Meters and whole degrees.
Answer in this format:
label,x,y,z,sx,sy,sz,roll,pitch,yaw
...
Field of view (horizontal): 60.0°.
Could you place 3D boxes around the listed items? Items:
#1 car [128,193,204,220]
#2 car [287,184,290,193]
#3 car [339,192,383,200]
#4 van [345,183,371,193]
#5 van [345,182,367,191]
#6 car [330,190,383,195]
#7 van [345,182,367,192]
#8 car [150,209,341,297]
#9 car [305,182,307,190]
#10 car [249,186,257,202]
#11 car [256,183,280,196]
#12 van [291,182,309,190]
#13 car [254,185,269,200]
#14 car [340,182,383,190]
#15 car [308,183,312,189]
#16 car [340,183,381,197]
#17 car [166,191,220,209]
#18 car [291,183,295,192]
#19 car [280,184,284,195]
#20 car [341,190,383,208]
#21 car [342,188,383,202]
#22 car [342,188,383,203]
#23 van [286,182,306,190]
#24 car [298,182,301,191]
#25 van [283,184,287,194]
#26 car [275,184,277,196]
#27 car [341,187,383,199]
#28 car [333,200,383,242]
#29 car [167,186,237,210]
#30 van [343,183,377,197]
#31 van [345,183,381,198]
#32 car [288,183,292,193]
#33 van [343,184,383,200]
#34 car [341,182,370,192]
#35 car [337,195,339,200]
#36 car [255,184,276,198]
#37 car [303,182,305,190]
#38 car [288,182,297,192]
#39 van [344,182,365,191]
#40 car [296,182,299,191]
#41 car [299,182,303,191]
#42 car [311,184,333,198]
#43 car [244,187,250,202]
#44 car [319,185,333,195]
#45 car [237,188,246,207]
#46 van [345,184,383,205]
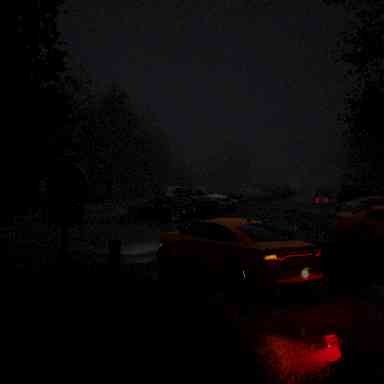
label,x,y,z,sx,sy,sz,roll,pitch,yaw
car,-1.991,1.067,22.072,4.792,1.488,2.163,1,3,25
car,13.075,-0.248,54.829,4.792,1.488,2.163,1,2,25
car,10.001,1.109,16.695,4.553,1.767,2.185,1,3,25
van,32.052,-0.814,64.438,4.442,1.987,1.878,1,2,25
van,37.784,-1.236,76.903,4.442,1.987,1.878,1,2,25
car,13.222,0.905,24.222,5.366,1.575,1.946,1,3,25
van,36.679,-1.155,74.501,4.442,1.987,1.878,1,2,25
car,0.886,1.394,8.462,1.882,1.535,5.008,2,-1,-31
car,23.529,-1.047,77.509,5.008,1.535,2.097,1,2,25
car,3.663,0.485,34.737,5.366,1.575,1.946,1,3,25
car,9.653,-0.144,47.237,4.553,1.767,2.185,1,2,25
van,29.218,-1.627,90.140,4.442,1.987,1.878,1,1,25
car,6.032,0.263,39.887,5.366,1.575,1.946,1,3,25
car,15.729,0.442,29.151,5.566,2.045,2.435,1,3,25
car,27.038,-1.553,85.049,5.566,2.045,2.435,1,2,25
car,26.085,-0.411,51.805,5.566,2.045,2.435,1,2,25
car,-0.800,0.929,24.577,5.008,1.535,2.097,1,3,25
car,15.393,-0.419,59.871,4.792,1.488,2.163,1,2,25
car,10.809,-0.077,49.762,4.792,1.488,2.163,1,2,25
car,16.834,0.612,31.700,4.792,1.488,2.163,1,3,25
car,20.354,0.305,39.216,4.792,1.488,2.163,1,2,25
car,19.252,0.398,36.819,4.792,1.488,2.163,1,3,25
van,25.747,-1.445,82.589,4.442,1.987,1.878,1,2,25
car,18.892,-0.704,67.424,4.892,1.521,2.231,1,2,25
van,12.048,-0.416,52.238,4.442,1.987,1.878,1,2,25
car,8.459,0.074,44.734,4.892,1.521,2.231,1,3,25
car,22.645,0.096,44.253,5.008,1.535,2.097,1,2,25
car,8.811,1.343,14.200,5.008,1.535,2.097,1,3,25
car,0.380,0.569,27.076,5.566,2.045,2.435,1,3,25
van,24.848,-0.302,49.328,4.442,1.987,1.878,1,2,25
van,23.903,-0.213,46.714,4.442,1.987,1.878,1,2,25
car,14.234,-0.334,57.350,4.792,1.488,2.163,1,2,25
van,21.379,-0.043,41.763,4.442,1.987,1.878,1,2,24
car,35.391,-1.097,72.045,5.566,2.045,2.435,1,2,25
car,11.051,1.159,19.128,4.792,1.488,2.163,1,3,25
car,7.477,0.170,42.141,5.366,1.575,1.946,1,3,25
car,22.347,-1.087,74.994,4.553,1.767,2.185,1,2,25
car,16.411,-0.540,62.457,5.366,1.575,1.946,1,2,25
van,38.784,-1.329,79.637,4.442,1.987,1.878,1,2,25
car,17.744,-0.618,64.898,4.892,1.521,2.231,1,2,25
car,19.888,-0.796,70.020,5.366,1.575,1.946,1,2,25
car,18.554,0.002,47.193,2.128,1.511,4.902,1,2,25
car,2.679,0.601,32.137,4.892,1.521,2.231,1,3,25
car,22.854,-0.329,56.543,1.882,1.535,5.008,1,2,25
car,1.682,0.710,29.542,5.366,1.575,1.946,1,3,25
van,18.174,0.248,34.256,4.442,1.987,1.878,1,3,25
